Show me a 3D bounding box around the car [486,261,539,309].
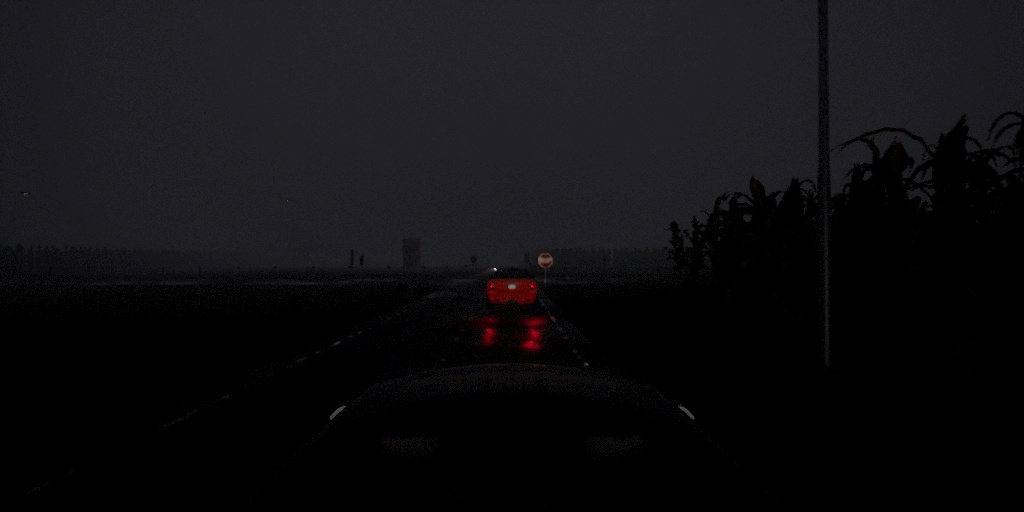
[{"bbox_3d":[0.001,1.229,15.917,2.097,1.767,4.553,0,-1,0],"label":"car"}]

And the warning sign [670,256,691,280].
[{"bbox_3d":[14.058,1.137,30.418,1.060,1.860,1.300,0,0,-6],"label":"warning sign"}]
